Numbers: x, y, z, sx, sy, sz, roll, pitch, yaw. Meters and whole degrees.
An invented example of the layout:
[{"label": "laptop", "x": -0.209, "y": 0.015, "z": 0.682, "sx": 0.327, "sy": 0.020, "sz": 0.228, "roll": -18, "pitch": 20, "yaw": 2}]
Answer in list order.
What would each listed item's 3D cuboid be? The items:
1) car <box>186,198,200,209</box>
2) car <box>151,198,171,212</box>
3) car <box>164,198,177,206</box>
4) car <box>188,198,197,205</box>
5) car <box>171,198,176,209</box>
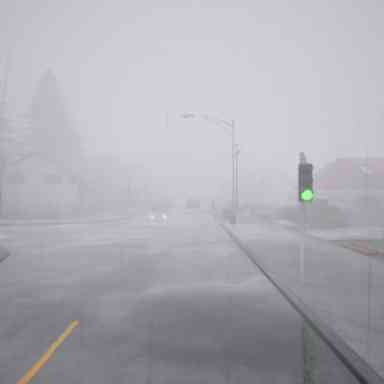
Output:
[{"label": "car", "x": 0.175, "y": 1.645, "z": 50.512, "sx": 2.097, "sy": 1.767, "sz": 4.553, "roll": 0, "pitch": 0, "yaw": 0}, {"label": "car", "x": -4.037, "y": 1.748, "z": 41.947, "sx": 1.837, "sy": 1.490, "sz": 4.892, "roll": 0, "pitch": 0, "yaw": 0}, {"label": "car", "x": -3.966, "y": 1.837, "z": 62.062, "sx": 1.882, "sy": 1.535, "sz": 5.008, "roll": 0, "pitch": 0, "yaw": 0}, {"label": "car", "x": 0.114, "y": 2.191, "z": 76.858, "sx": 2.128, "sy": 1.511, "sz": 4.902, "roll": 0, "pitch": 0, "yaw": 0}, {"label": "car", "x": -4.016, "y": 1.654, "z": 51.990, "sx": 2.097, "sy": 1.767, "sz": 4.553, "roll": 0, "pitch": 0, "yaw": 0}]
